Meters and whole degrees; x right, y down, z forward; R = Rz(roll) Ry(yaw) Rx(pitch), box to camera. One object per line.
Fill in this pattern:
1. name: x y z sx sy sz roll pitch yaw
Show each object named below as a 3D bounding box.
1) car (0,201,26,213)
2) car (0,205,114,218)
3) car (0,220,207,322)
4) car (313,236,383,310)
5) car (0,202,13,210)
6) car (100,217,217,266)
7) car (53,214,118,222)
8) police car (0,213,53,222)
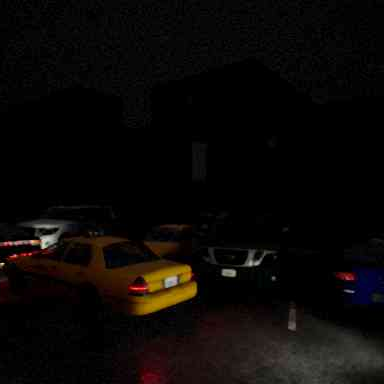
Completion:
1. car: -33.196 2.723 60.199 5.566 2.045 2.435 1 -1 16
2. car: -5.535 1.612 15.273 2.435 2.045 5.566 0 -2 18
3. car: -2.419 1.650 7.663 5.366 1.575 1.801 -1 -2 37
4. car: 3.986 1.774 7.974 2.002 1.452 4.674 0 -2 18
5. car: -43.277 3.222 75.185 4.553 1.767 2.185 -1 -2 16
6. car: -0.824 1.787 11.455 1.946 1.575 5.366 0 -2 18
7. car: -3.160 1.859 13.433 2.163 1.488 4.792 0 -2 18
8. police car: -7.116 1.685 11.267 5.238 1.638 1.930 -1 -2 37
